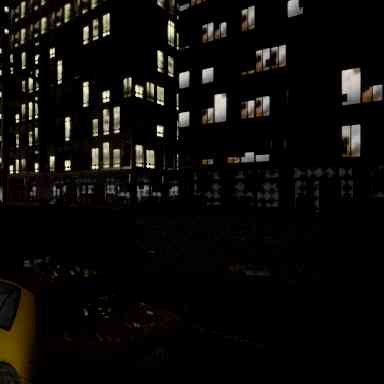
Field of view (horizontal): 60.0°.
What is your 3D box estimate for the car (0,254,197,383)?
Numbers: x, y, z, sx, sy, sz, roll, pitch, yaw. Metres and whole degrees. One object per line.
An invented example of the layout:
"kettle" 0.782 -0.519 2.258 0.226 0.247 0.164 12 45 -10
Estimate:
"car" -2.228 1.525 4.459 4.829 1.417 1.752 0 0 36
